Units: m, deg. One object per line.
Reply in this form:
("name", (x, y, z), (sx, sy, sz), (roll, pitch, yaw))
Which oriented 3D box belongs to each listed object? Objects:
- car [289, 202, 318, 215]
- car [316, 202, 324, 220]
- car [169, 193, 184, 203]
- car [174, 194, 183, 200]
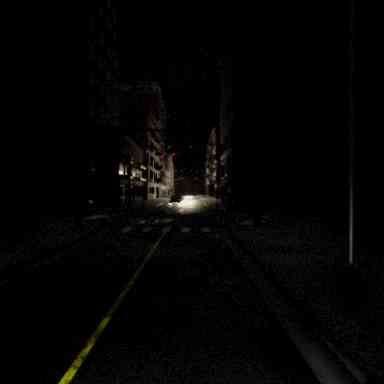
("car", (11.661, 1.601, 32.341), (4.206, 1.307, 1.802), (1, 0, 0))
("car", (11.626, 1.642, 23.816), (4.403, 1.369, 2.008), (1, 0, 0))
("car", (-3.022, 1.262, 60.550), (1.882, 1.535, 5.008), (0, 0, 1))
("car", (-2.997, 1.122, 76.770), (1.837, 1.490, 4.892), (0, 0, 0))
